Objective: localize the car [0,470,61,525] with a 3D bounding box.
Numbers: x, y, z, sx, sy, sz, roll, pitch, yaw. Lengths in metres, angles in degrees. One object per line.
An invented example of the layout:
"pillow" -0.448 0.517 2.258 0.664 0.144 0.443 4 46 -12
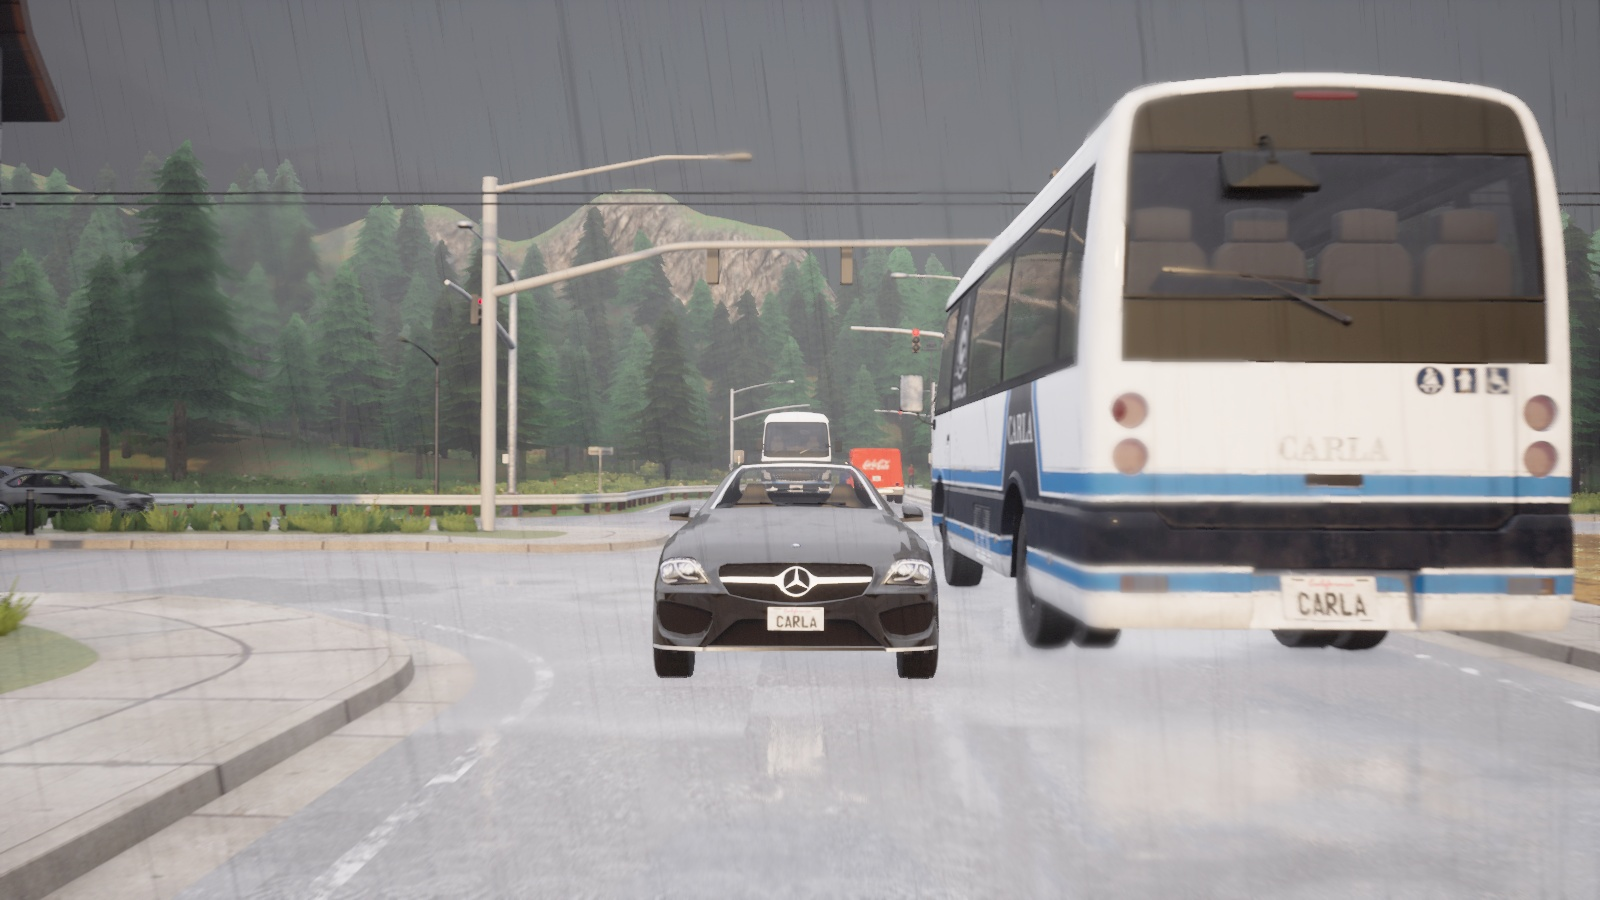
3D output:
"car" -24.571 1.405 37.450 3.988 1.617 1.851 0 -1 1

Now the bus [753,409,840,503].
"bus" -0.156 0.339 61.870 3.944 4.253 10.273 0 -1 0

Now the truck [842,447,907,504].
"truck" 3.359 1.151 57.714 2.627 2.467 5.204 0 -1 0

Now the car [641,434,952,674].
"car" -0.028 0.757 11.226 2.152 1.651 5.027 0 -1 0

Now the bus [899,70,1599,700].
"bus" 3.461 -0.384 13.614 3.944 4.253 10.273 0 -1 0

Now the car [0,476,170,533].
"car" -19.555 1.444 33.870 4.193 1.474 1.816 0 -1 1
